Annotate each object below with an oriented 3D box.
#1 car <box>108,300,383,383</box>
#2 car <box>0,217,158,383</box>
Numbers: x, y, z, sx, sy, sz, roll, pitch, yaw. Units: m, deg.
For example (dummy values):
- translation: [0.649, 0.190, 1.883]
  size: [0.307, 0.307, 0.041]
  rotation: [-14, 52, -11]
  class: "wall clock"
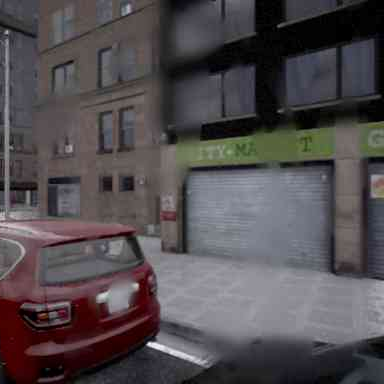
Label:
- translation: [1.757, 1.565, 1.827]
  size: [4.313, 1.339, 1.947]
  rotation: [0, 0, 36]
  class: "car"
- translation: [-2.739, 1.318, 5.036]
  size: [5.009, 1.841, 2.192]
  rotation: [0, 0, 36]
  class: "car"
